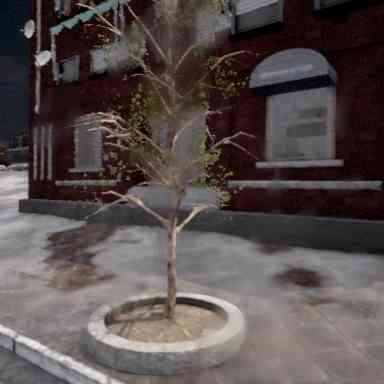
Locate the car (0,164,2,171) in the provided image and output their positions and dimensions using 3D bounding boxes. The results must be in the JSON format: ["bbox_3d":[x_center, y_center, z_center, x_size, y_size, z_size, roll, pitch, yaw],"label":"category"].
[{"bbox_3d":[-28.950,-3.440,49.976,4.674,1.452,2.002,1,1,28],"label":"car"}]

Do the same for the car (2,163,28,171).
[{"bbox_3d":[-24.118,-3.378,47.519,4.892,1.521,2.231,1,1,27],"label":"car"}]
